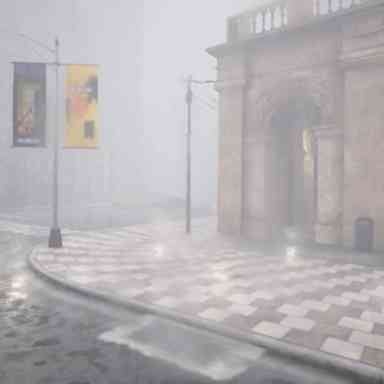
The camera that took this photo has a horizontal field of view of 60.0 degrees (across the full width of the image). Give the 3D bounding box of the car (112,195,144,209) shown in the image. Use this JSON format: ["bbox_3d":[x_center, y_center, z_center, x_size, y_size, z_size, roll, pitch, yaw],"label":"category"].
[{"bbox_3d":[-7.271,1.133,39.733,1.882,1.535,5.008,1,1,35],"label":"car"}]

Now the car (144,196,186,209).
[{"bbox_3d":[-2.801,1.245,39.978,2.033,1.411,5.357,1,0,36],"label":"car"}]
